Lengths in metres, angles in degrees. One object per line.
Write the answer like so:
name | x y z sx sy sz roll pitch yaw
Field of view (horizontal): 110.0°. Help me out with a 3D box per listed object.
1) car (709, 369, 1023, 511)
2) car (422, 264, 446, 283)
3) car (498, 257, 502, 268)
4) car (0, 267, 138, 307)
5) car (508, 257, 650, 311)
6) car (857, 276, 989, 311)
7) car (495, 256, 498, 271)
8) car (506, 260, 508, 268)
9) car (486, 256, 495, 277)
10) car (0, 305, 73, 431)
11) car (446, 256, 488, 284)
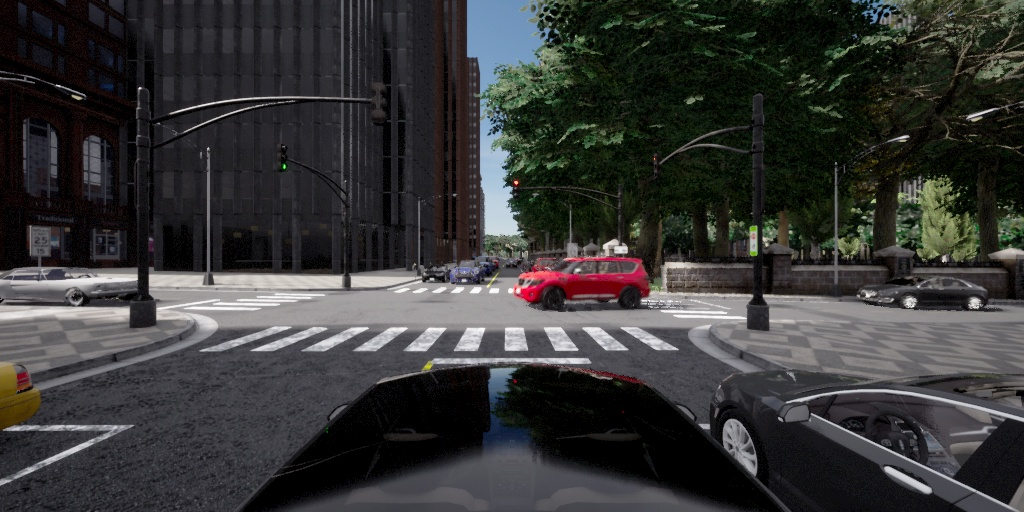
car | 2.764 1.300 1.763 2.007 1.370 4.403 0 0 0
car | -5.851 1.326 28.389 1.948 1.339 4.313 0 0 0
car | -3.241 1.014 57.274 2.150 2.045 5.566 0 0 0
car | -16.479 1.069 13.130 4.718 1.301 1.895 1 0 -1
car | 2.901 1.054 14.635 5.566 2.045 2.150 1 -1 -17
car | 18.939 1.669 16.646 4.892 1.490 1.837 2 0 -1
car | -3.242 1.132 46.768 2.097 1.767 4.553 0 0 0
car | -0.101 1.398 61.496 1.895 1.301 4.718 0 0 0
car | -3.213 0.990 36.585 2.150 2.045 5.566 0 0 0
car | -5.760 1.275 1.555 1.751 1.417 4.829 0 0 0
car | -3.248 1.111 26.826 2.097 1.767 4.553 0 0 1
